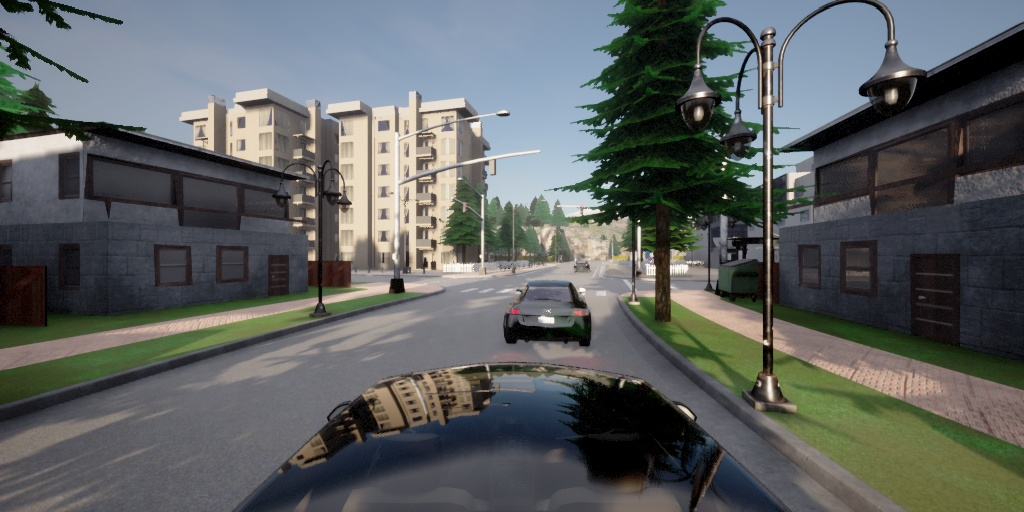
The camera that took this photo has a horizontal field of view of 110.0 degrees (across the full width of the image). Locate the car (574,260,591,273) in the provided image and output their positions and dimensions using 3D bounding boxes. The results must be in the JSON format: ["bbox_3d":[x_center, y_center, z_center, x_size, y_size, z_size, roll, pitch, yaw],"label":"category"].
[{"bbox_3d":[8.802,1.276,45.010,2.128,1.511,4.902,0,0,14],"label":"car"}]

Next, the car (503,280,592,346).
[{"bbox_3d":[1.011,1.314,9.488,1.994,1.385,4.181,0,0,9],"label":"car"}]
